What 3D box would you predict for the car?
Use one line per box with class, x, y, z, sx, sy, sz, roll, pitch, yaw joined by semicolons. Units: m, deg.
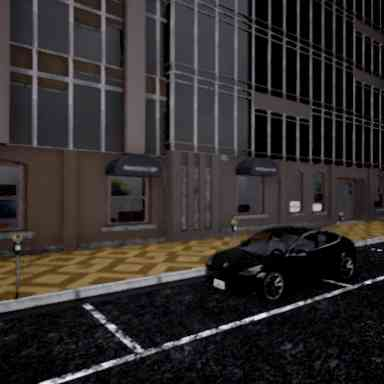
car;2.345;1.549;8.229;4.313;1.339;1.947;0;1;-36
